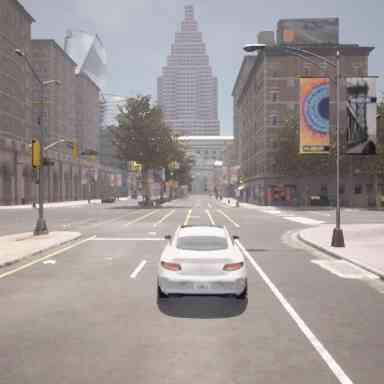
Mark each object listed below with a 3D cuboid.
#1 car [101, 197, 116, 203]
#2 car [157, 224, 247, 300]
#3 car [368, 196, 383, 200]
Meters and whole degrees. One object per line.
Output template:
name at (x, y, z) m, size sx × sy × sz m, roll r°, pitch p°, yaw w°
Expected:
car at (-16.892, 1.595, 67.190) m, size 1.895 × 1.301 × 4.718 m, roll 0°, pitch 0°, yaw 1°
car at (0.243, 1.526, 8.300) m, size 1.812 × 1.442 × 4.674 m, roll 0°, pitch 0°, yaw 1°
car at (35.820, 1.481, 67.513) m, size 2.231 × 1.521 × 4.892 m, roll 0°, pitch 0°, yaw 1°
